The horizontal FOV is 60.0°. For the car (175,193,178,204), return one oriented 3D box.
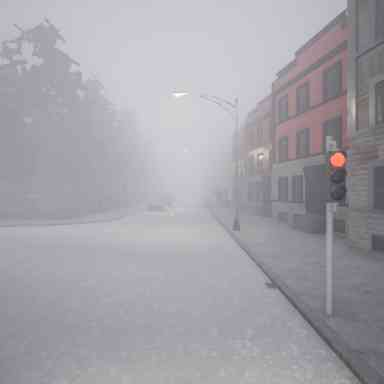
[{"bbox_3d":[-4.042,1.224,66.368,2.150,2.045,5.566,0,0,0],"label":"car"}]

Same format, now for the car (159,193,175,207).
[{"bbox_3d":[-4.121,1.223,50.402,2.150,2.045,5.566,0,0,0],"label":"car"}]

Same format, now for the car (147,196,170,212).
[{"bbox_3d":[-4.121,1.547,39.391,2.033,1.411,5.357,0,0,0],"label":"car"}]
